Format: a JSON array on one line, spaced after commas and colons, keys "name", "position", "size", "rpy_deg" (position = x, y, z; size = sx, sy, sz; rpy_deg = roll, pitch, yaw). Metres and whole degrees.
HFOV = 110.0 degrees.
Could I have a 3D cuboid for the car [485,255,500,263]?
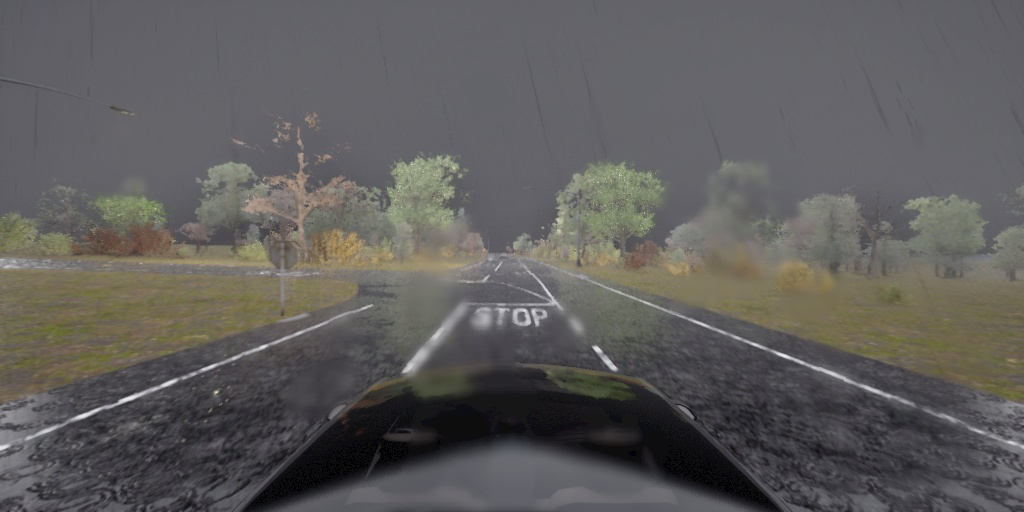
[{"name": "car", "position": [-3.675, 0.498, 62.719], "size": [2.128, 1.511, 4.902], "rpy_deg": [0, 1, -1]}]
